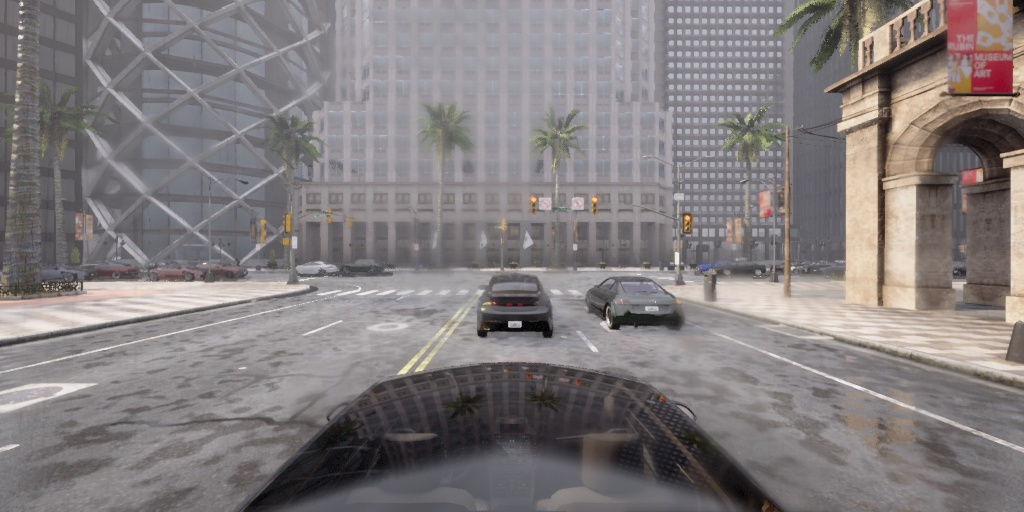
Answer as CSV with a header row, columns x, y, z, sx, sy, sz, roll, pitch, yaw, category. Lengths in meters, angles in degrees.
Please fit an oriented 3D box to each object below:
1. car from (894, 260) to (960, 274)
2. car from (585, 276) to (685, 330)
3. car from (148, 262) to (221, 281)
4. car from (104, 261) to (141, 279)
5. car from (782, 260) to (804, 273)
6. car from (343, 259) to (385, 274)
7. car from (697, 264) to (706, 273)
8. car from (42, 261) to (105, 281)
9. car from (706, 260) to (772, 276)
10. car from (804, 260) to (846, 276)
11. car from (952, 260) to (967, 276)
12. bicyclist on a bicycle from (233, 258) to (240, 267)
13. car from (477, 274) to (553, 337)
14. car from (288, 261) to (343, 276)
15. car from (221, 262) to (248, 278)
x,y,z,sx,sy,sz,roll,pitch,yaw,category
46.362,1.239,40.162,4.902,1.511,2.128,0,0,0,car
3.584,1.314,11.158,1.994,1.385,4.181,0,0,0,car
-26.985,1.314,29.387,4.181,1.385,1.994,0,0,-4,car
-35.908,1.351,31.287,4.718,1.301,1.895,0,0,-19,car
33.878,1.241,40.227,4.902,1.511,2.128,0,0,0,car
-16.875,1.102,40.398,4.553,1.767,2.097,0,0,0,car
23.457,1.227,40.264,5.008,1.535,1.882,0,0,0,car
-35.229,1.314,27.781,4.181,1.385,1.994,0,0,-22,car
23.195,1.227,36.765,5.008,1.535,1.882,0,0,0,car
33.063,1.314,36.733,4.181,1.385,1.994,0,0,0,car
45.891,1.242,36.666,4.902,1.511,2.128,0,0,0,car
-35.735,1.050,46.614,0.582,1.620,1.656,0,0,-12,bicyclist on a bicycle
0.080,1.255,10.293,1.837,1.490,4.892,0,0,0,car
-20.424,1.275,36.896,4.674,1.442,1.812,0,0,0,car
-26.931,1.276,32.885,4.674,1.442,1.812,0,0,-4,car
